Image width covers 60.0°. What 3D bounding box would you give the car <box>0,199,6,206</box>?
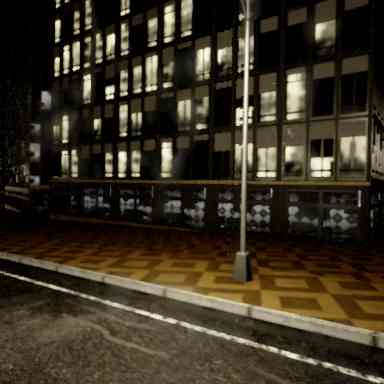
[{"bbox_3d":[-36.719,2.125,67.087,4.507,1.381,1.887,0,1,-34],"label":"car"}]
